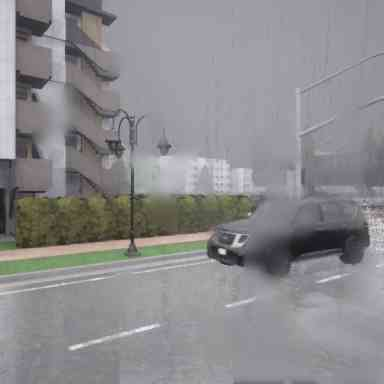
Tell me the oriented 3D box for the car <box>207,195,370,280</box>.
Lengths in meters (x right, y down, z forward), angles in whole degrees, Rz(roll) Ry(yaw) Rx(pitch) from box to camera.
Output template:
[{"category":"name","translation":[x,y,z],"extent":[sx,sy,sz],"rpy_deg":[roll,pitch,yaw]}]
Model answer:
[{"category":"car","translation":[3.146,1.221,10.263],"extent":[5.566,2.045,2.150],"rpy_deg":[0,0,-32]}]

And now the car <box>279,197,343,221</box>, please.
[{"category":"car","translation":[9.830,1.353,27.761],"extent":[2.097,1.767,4.553],"rpy_deg":[0,0,-39]}]
